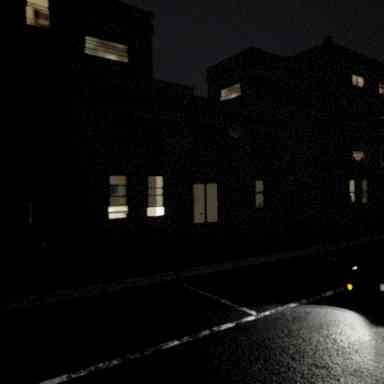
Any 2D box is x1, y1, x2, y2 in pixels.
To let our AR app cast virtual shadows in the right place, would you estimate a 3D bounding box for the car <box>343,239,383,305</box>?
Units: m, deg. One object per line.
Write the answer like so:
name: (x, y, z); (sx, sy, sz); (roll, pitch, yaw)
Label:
car: (5.067, 1.500, 6.988); (4.181, 1.385, 1.994); (-1, 0, -35)
